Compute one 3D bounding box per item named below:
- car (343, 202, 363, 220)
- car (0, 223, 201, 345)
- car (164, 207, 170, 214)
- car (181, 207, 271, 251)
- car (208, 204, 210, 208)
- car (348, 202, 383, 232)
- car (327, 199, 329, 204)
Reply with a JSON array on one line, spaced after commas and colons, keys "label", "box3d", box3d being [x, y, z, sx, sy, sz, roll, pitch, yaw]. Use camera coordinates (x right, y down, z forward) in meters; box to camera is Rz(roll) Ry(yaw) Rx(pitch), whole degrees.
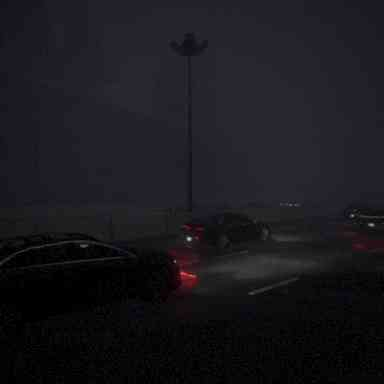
[{"label": "car", "box3d": [14.395, 1.637, 28.426, 1.837, 1.490, 4.892, -1, -1, 41]}, {"label": "car", "box3d": [-2.410, 1.564, 6.549, 4.902, 1.511, 2.128, 0, -1, -41]}, {"label": "car", "box3d": [-1.115, 1.912, 37.514, 1.895, 1.301, 4.718, -1, -1, 42]}, {"label": "car", "box3d": [1.650, 1.617, 14.963, 4.892, 1.490, 1.837, 0, 0, -43]}, {"label": "car", "box3d": [2.747, 1.842, 36.653, 1.994, 1.385, 4.181, -1, -1, 41]}, {"label": "car", "box3d": [11.437, 1.576, 19.892, 2.128, 1.511, 4.902, -1, -1, 43]}, {"label": "car", "box3d": [29.742, 1.900, 70.321, 2.033, 1.411, 5.357, -1, -1, 28]}]
